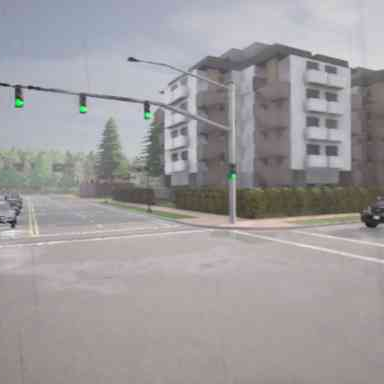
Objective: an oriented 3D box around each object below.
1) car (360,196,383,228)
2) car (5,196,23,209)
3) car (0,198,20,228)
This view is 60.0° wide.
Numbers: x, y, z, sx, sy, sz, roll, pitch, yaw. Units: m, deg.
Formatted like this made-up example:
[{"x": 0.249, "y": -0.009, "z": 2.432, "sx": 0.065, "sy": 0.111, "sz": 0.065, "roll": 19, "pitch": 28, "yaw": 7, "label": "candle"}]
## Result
[{"x": 11.248, "y": 0.820, "z": 17.249, "sx": 5.566, "sy": 2.045, "sz": 2.150, "roll": -1, "pitch": 1, "yaw": -28, "label": "car"}, {"x": -15.641, "y": 1.310, "z": 28.200, "sx": 1.895, "sy": 1.301, "sz": 4.718, "roll": -1, "pitch": 1, "yaw": -26, "label": "car"}, {"x": -11.622, "y": 1.322, "z": 20.033, "sx": 1.812, "sy": 1.442, "sz": 4.674, "roll": -1, "pitch": 1, "yaw": -26, "label": "car"}]
